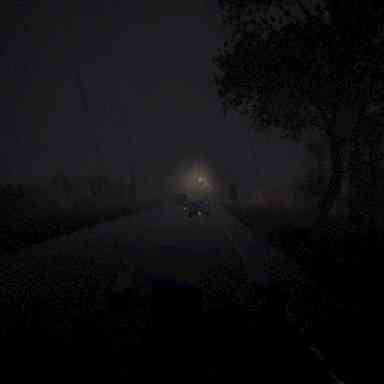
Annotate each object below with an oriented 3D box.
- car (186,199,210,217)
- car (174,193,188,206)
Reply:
[{"bbox_3d":[0.735,1.611,31.691,1.895,1.301,4.718,0,0,2],"label":"car"},{"bbox_3d":[-1.788,1.247,56.088,2.150,2.045,5.566,0,0,3],"label":"car"}]
